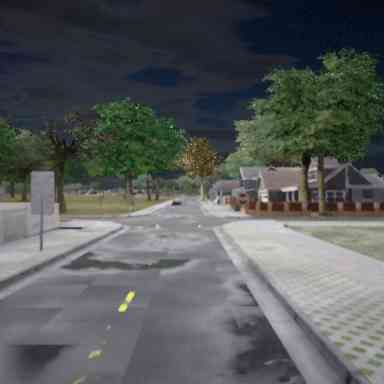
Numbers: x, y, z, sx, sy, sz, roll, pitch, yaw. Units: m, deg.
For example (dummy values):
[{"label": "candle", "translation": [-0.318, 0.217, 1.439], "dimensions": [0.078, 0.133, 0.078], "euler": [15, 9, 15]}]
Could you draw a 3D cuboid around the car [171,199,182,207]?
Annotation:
[{"label": "car", "translation": [-2.760, 2.020, 60.740], "dimensions": [1.895, 1.301, 4.718], "euler": [0, 0, 0]}]
